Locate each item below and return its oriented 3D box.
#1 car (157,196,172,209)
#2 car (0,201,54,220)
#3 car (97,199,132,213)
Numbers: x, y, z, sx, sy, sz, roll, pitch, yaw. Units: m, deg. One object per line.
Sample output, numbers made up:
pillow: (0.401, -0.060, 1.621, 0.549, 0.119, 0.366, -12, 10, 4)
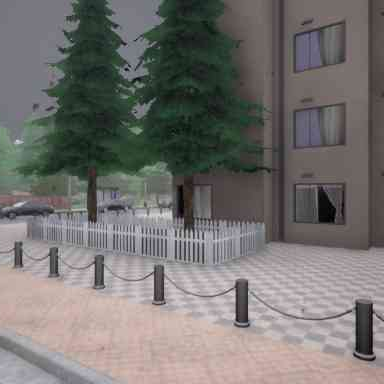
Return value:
car: (-2.541, 1.337, 44.321, 2.097, 1.767, 4.553, 0, 0, 37)
car: (-14.299, 1.510, 28.692, 1.812, 1.442, 4.674, 0, 0, 37)
car: (-8.710, 1.476, 36.154, 2.128, 1.511, 4.902, 0, 0, 37)
